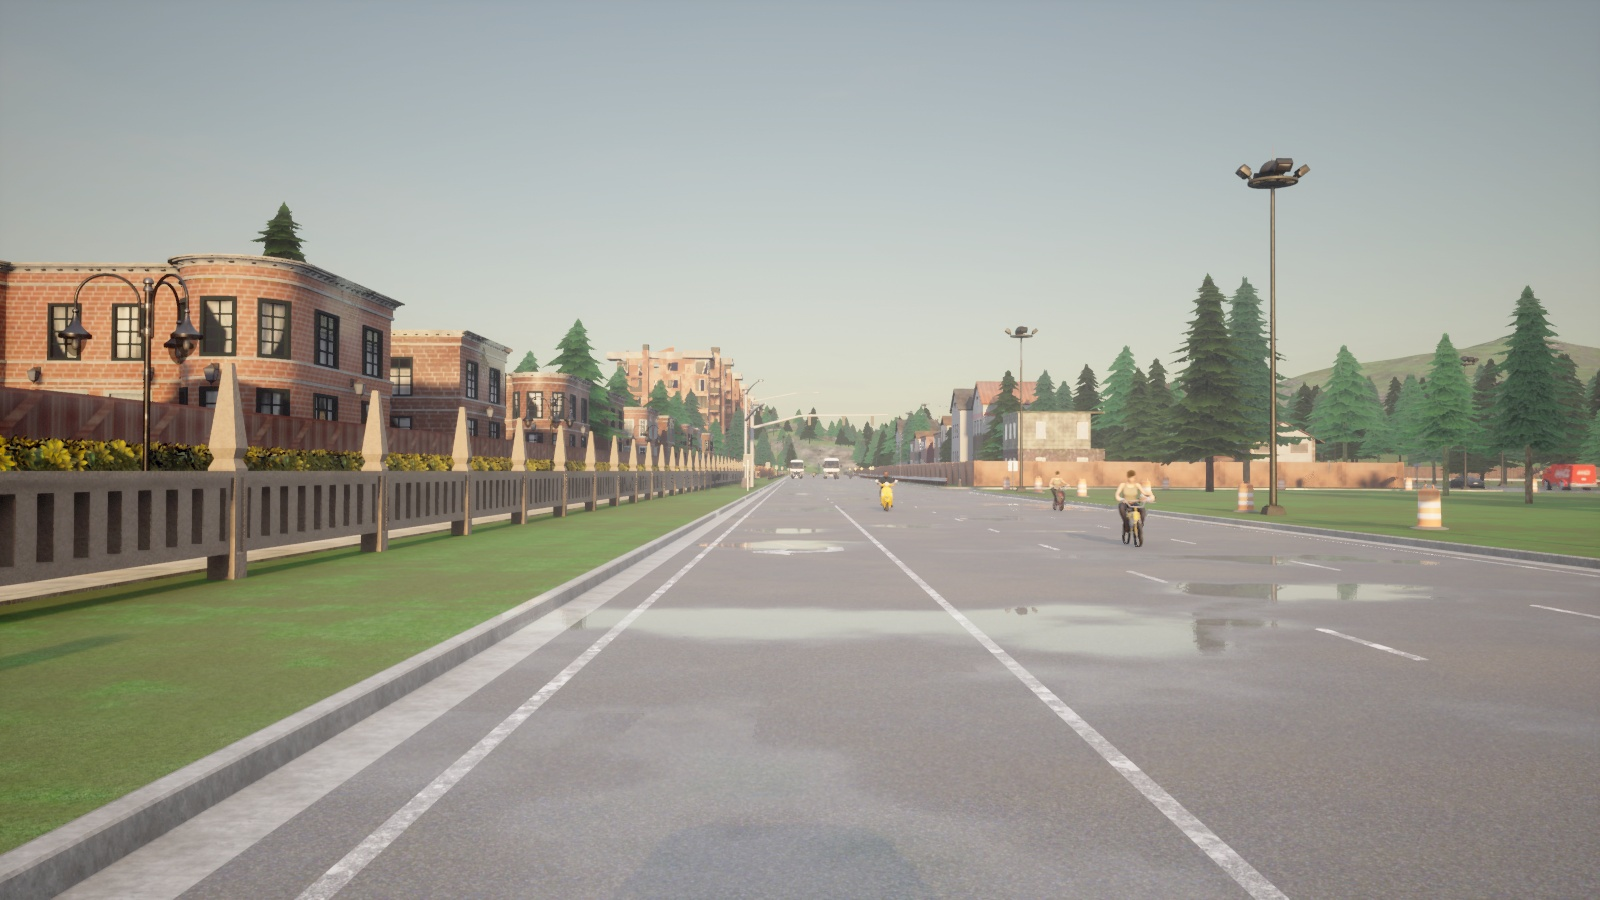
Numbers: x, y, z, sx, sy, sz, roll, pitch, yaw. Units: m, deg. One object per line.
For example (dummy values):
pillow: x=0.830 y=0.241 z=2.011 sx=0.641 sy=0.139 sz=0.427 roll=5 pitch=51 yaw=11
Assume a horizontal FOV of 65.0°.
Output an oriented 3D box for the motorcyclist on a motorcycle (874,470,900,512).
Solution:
motorcyclist on a motorcycle: x=3.387 y=1.575 z=49.007 sx=0.866 sy=1.590 sz=1.817 roll=0 pitch=-1 yaw=0

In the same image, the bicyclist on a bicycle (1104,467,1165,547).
bicyclist on a bicycle: x=6.963 y=1.162 z=26.195 sx=0.866 sy=1.612 sz=1.509 roll=0 pitch=-1 yaw=0
